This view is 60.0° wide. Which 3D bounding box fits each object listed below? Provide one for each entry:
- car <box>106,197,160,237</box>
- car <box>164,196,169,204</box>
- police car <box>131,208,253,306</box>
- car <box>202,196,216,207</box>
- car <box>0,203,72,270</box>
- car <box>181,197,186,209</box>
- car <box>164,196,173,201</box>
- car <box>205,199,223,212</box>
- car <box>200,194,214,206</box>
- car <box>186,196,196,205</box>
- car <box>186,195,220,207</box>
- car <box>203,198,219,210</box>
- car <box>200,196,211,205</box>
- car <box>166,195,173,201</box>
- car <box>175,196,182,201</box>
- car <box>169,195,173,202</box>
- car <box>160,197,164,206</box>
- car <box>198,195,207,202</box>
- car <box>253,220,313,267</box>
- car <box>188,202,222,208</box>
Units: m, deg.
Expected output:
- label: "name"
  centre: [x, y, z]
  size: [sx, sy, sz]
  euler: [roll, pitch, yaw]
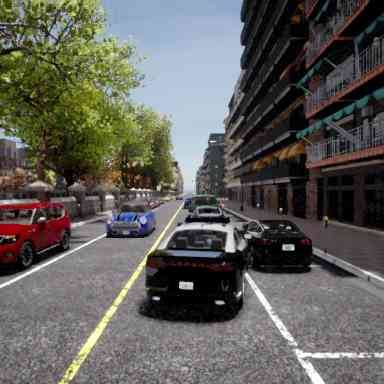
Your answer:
- label: "car"
  centre: [-3.162, 1.354, 18.050]
  size: [2.097, 1.767, 4.553]
  euler: [0, 0, 0]
- label: "car"
  centre: [-5.923, 1.591, 61.906]
  size: [2.008, 1.369, 4.403]
  euler: [0, 0, 0]
- label: "police car"
  centre: [0.420, 1.426, 8.317]
  size: [1.930, 1.638, 5.238]
  euler: [0, 0, 12]
- label: "car"
  centre: [2.501, 1.468, 50.678]
  size: [1.967, 1.590, 4.097]
  euler: [0, 0, 0]
- label: "car"
  centre: [-5.726, 1.316, 11.236]
  size: [2.192, 1.841, 5.009]
  euler: [0, 0, 0]
- label: "car"
  centre: [-0.138, 1.500, 46.137]
  size: [1.882, 1.535, 5.008]
  euler: [0, 0, 0]
- label: "car"
  centre: [-6.010, 1.624, 84.427]
  size: [2.008, 1.369, 4.403]
  euler: [0, 0, 0]
- label: "car"
  centre: [2.545, 1.560, 39.418]
  size: [1.887, 1.381, 4.507]
  euler: [0, 0, 0]
- label: "car"
  centre: [2.478, 1.349, 56.308]
  size: [2.192, 1.841, 5.009]
  euler: [0, 0, 0]
- label: "car"
  centre: [-0.235, 1.567, 62.935]
  size: [1.812, 1.442, 4.674]
  euler: [0, 0, 0]
- label: "car"
  centre: [0.815, 1.230, 24.051]
  size: [2.150, 2.045, 5.566]
  euler: [0, 0, 0]
- label: "car"
  centre: [2.523, 1.566, 45.049]
  size: [1.887, 1.381, 4.507]
  euler: [0, 0, 0]
- label: "car"
  centre: [2.457, 1.480, 61.939]
  size: [1.967, 1.590, 4.097]
  euler: [0, 0, 0]
- label: "car"
  centre: [-6.032, 1.609, 89.887]
  size: [1.752, 1.417, 4.829]
  euler: [0, 0, 0]
- label: "car"
  centre: [-3.325, 1.640, 86.053]
  size: [1.994, 1.385, 4.181]
  euler: [0, 0, 0]
- label: "car"
  centre: [-5.988, 1.589, 78.626]
  size: [1.752, 1.417, 4.829]
  euler: [0, 0, 0]
- label: "car"
  centre: [-5.880, 1.468, 50.644]
  size: [1.967, 1.590, 4.097]
  euler: [0, 0, 0]
- label: "car"
  centre: [2.391, 1.503, 78.829]
  size: [1.967, 1.590, 4.097]
  euler: [0, 0, 0]
- label: "car"
  centre: [2.654, 1.567, 11.268]
  size: [1.947, 1.339, 4.313]
  euler: [0, 0, 0]
- label: "car"
  centre: [0.839, 1.508, 18.020]
  size: [1.837, 1.490, 4.892]
  euler: [0, 0, 0]
